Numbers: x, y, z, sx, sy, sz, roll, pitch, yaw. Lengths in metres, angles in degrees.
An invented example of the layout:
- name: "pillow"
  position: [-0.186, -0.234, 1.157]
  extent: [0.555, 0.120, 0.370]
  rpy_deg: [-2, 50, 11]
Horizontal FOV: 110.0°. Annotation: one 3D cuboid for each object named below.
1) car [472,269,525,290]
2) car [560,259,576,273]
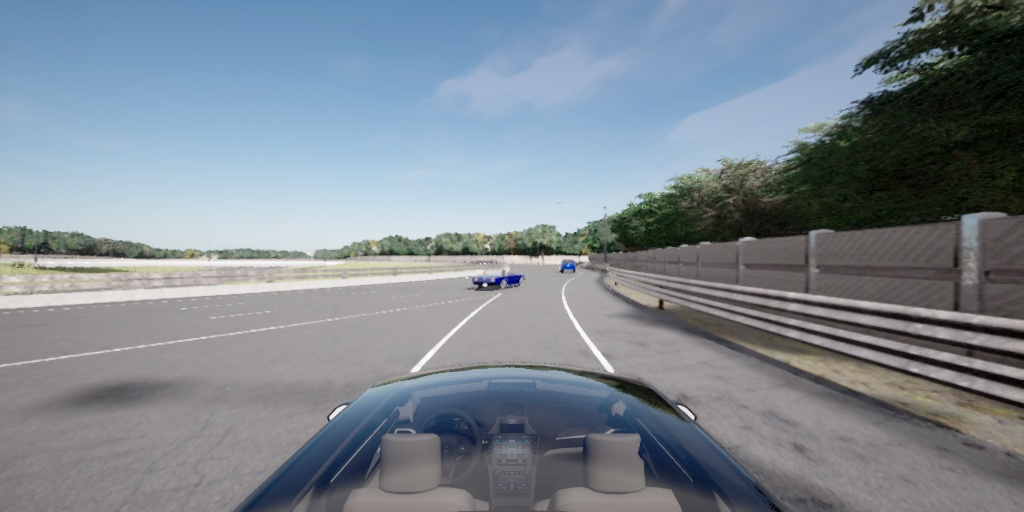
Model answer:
- name: "car"
  position: [-0.766, 1.547, 24.488]
  extent: [1.895, 1.301, 4.718]
  rpy_deg: [0, -1, 25]
- name: "car"
  position: [8.576, 1.475, 54.856]
  extent: [2.150, 2.045, 5.566]
  rpy_deg: [0, 0, 9]
